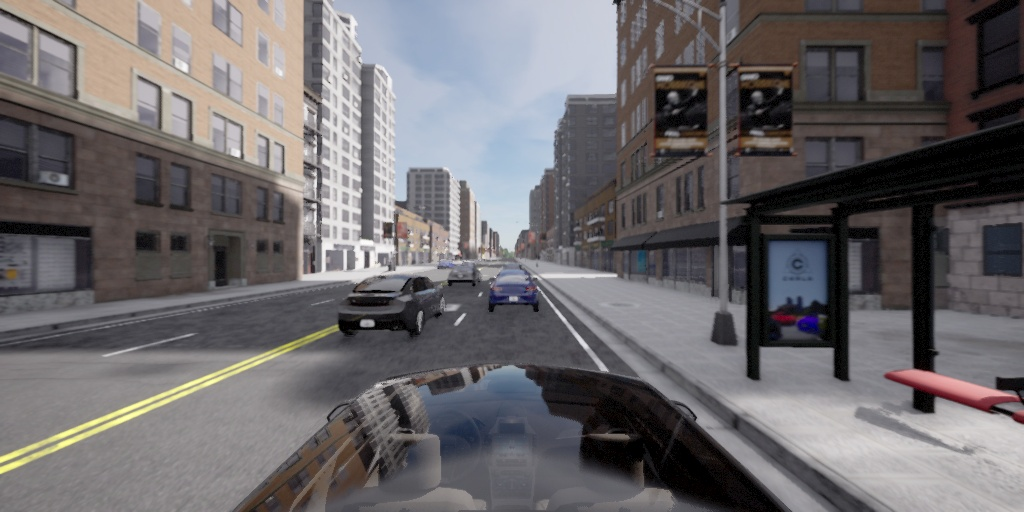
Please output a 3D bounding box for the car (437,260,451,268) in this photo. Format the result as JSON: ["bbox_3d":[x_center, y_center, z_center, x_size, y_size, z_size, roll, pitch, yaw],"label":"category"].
[{"bbox_3d":[-9.828,1.259,53.172,1.812,1.442,4.674,0,0,0],"label":"car"}]

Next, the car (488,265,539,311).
[{"bbox_3d":[0.069,1.270,14.310,1.812,1.442,4.674,0,0,0],"label":"car"}]

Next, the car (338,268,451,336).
[{"bbox_3d":[-3.199,1.251,10.366,1.837,1.490,4.892,0,0,0],"label":"car"}]

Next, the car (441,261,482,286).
[{"bbox_3d":[-3.212,1.288,24.923,2.033,1.411,5.357,0,0,0],"label":"car"}]

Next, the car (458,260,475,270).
[{"bbox_3d":[-6.584,1.335,52.314,1.895,1.301,4.718,0,0,0],"label":"car"}]
